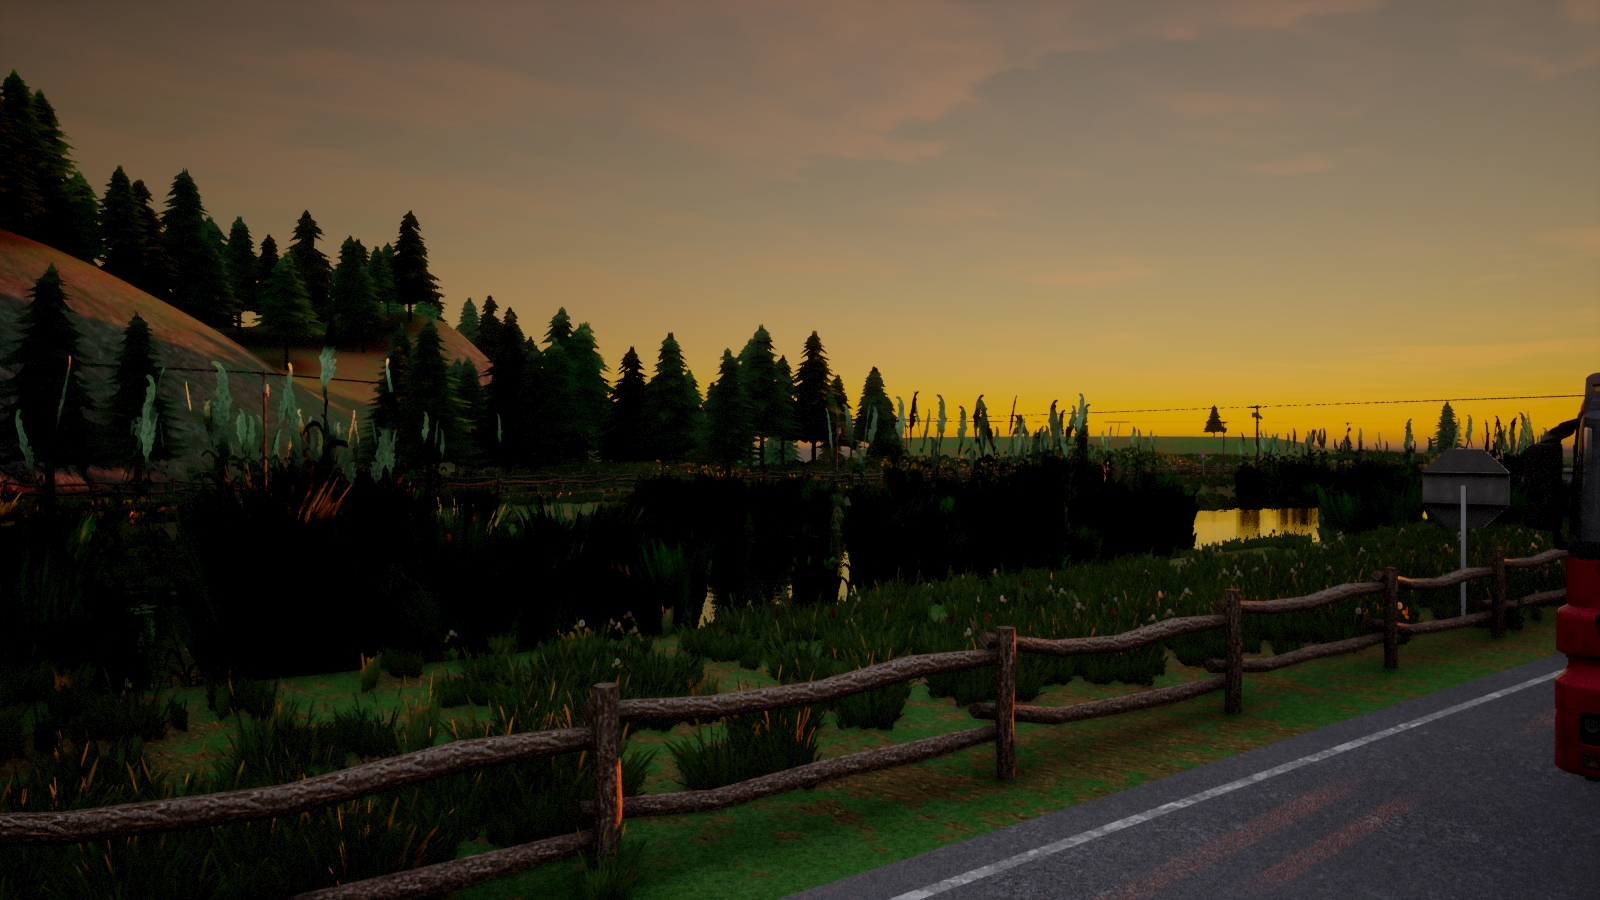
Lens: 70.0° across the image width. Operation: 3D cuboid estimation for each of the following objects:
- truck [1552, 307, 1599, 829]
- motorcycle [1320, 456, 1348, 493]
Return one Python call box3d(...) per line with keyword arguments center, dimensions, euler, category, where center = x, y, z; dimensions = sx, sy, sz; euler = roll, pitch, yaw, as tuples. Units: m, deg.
box3d(center=(9.442, 0.862, 10.927), dimensions=(2.891, 3.827, 8.468), euler=(0, 0, 39), category="truck")
box3d(center=(34.823, 1.577, 74.499), dimensions=(2.033, 2.348, 0.803), euler=(0, 0, -39), category="motorcycle")
